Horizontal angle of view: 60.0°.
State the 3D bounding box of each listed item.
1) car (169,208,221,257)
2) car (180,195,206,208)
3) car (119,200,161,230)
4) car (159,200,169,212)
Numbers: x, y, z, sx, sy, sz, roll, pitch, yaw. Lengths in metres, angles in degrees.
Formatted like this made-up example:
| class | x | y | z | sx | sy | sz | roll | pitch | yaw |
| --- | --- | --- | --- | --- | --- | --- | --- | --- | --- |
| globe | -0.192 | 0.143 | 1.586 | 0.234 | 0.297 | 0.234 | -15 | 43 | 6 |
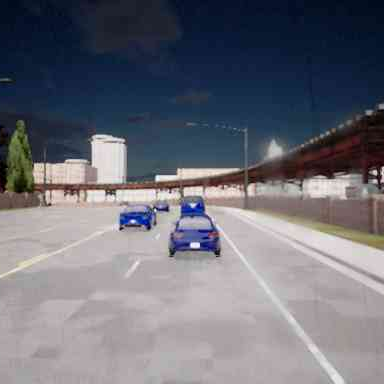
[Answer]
| class | x | y | z | sx | sy | sz | roll | pitch | yaw |
| --- | --- | --- | --- | --- | --- | --- | --- | --- | --- |
| car | 0.098 | 1.571 | 13.082 | 1.812 | 1.442 | 4.674 | 0 | 0 | 0 |
| car | 0.080 | 1.328 | 30.780 | 2.150 | 2.045 | 5.566 | 0 | 0 | 0 |
| car | -3.403 | 1.553 | 21.653 | 1.882 | 1.535 | 5.008 | 0 | 0 | 0 |
| car | -3.857 | 1.710 | 41.186 | 1.994 | 1.385 | 4.181 | 0 | 0 | -4 |
